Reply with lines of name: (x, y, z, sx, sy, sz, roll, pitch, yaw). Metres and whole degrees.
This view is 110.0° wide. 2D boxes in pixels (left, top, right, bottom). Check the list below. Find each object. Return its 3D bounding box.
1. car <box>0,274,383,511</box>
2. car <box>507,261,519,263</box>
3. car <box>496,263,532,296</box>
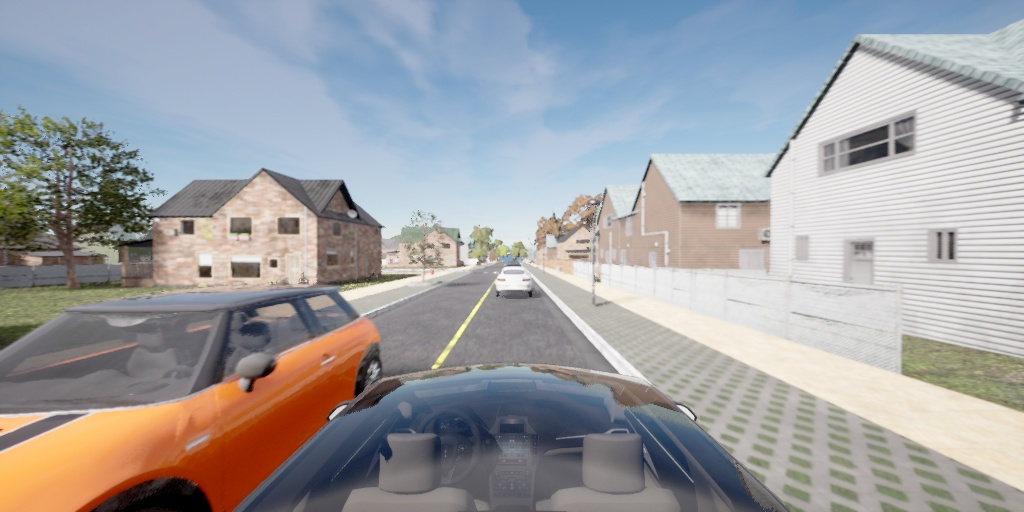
car: (-2.820, 1.104, 3.022, 2.097, 1.767, 4.553, 0, 0, 0)
car: (0.151, 1.290, 40.637, 1.837, 1.490, 4.892, 0, 0, 0)
car: (0.106, 1.282, 19.147, 1.812, 1.442, 4.674, 0, 0, 0)
